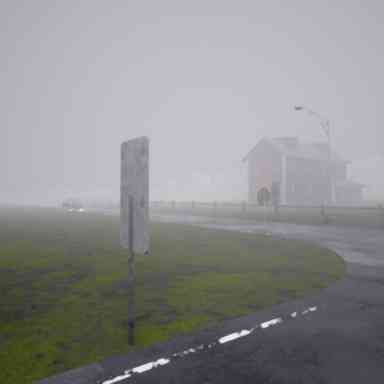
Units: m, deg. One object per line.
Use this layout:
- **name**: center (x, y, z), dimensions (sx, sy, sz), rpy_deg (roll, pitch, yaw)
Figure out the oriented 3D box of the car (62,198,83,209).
- **car**: center (-18.122, 1.627, 50.372), dimensions (2.097, 1.767, 4.553), rpy_deg (0, -1, -36)
